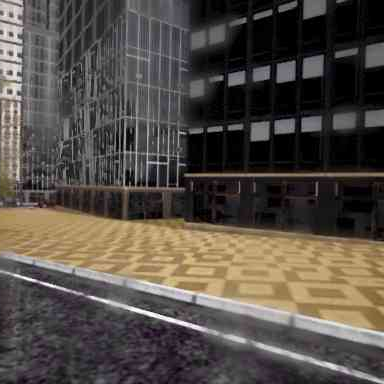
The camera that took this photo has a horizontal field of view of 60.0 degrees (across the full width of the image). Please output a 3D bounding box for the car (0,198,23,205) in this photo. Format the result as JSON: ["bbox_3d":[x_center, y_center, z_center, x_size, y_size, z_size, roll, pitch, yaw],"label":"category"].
[{"bbox_3d":[-33.784,1.744,61.806,4.403,1.369,2.008,1,1,-34],"label":"car"}]

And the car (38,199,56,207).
[{"bbox_3d":[-24.658,1.982,58.504,4.507,1.381,1.887,1,1,-34],"label":"car"}]
